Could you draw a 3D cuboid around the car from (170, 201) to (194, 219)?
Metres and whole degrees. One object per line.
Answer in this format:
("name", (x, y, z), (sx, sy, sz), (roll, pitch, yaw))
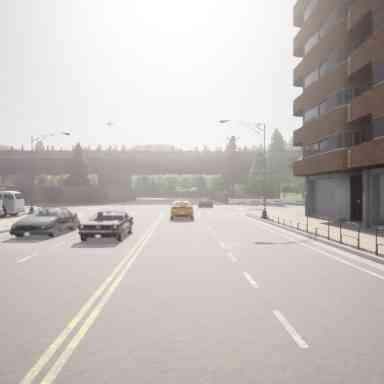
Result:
("car", (-0.880, 1.478, 28.724), (1.882, 1.535, 5.008), (0, 0, -2))

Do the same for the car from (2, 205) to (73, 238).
("car", (-7.669, 1.548, 17.938), (2.033, 1.411, 5.357), (0, 0, -2))

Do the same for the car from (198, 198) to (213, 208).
("car", (1.914, 1.530, 48.381), (1.994, 1.385, 4.181), (0, 0, -2))

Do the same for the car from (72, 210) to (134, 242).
("car", (-4.127, 1.601, 16.575), (1.895, 1.301, 4.718), (0, 0, -2))
